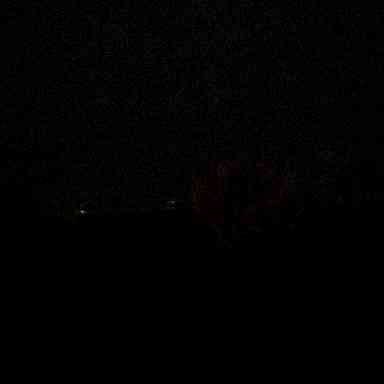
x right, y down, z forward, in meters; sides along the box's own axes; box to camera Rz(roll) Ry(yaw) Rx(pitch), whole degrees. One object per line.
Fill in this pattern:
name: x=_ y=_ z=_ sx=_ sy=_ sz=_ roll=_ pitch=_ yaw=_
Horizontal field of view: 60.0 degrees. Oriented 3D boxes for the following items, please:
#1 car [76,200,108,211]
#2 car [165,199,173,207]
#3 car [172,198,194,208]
car: x=-14.243 y=1.898 z=47.632 sx=1.837 sy=1.490 sz=4.892 roll=-1 pitch=-1 yaw=36
car: x=-2.991 y=1.953 z=63.084 sx=2.097 sy=1.767 sz=4.553 roll=-1 pitch=-1 yaw=36
car: x=-0.644 y=2.078 z=60.219 sx=2.033 sy=1.411 sz=5.357 roll=-1 pitch=-1 yaw=36
